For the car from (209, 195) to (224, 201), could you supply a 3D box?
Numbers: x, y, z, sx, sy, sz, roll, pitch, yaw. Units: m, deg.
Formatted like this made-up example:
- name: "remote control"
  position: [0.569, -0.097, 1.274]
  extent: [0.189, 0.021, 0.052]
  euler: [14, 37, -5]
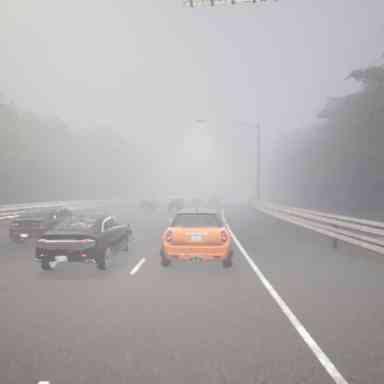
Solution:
- name: "car"
  position: [4.210, 1.344, 60.131]
  extent: [2.097, 1.767, 4.553]
  euler: [0, 0, 8]

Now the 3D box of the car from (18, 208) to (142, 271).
- name: "car"
  position: [-3.264, 1.485, 10.939]
  extent: [2.128, 1.511, 4.902]
  euler: [0, 0, 2]

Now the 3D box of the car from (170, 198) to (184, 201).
- name: "car"
  position: [-1.684, 1.494, 38.607]
  extent: [1.837, 1.490, 4.892]
  euler: [0, 0, 5]

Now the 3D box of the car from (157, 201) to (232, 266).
- name: "car"
  position: [0.184, 1.352, 11.669]
  extent: [2.097, 1.767, 4.553]
  euler: [0, 0, 2]

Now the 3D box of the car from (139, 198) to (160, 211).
- name: "car"
  position: [-5.058, 1.488, 40.315]
  extent: [1.837, 1.490, 4.892]
  euler: [0, 0, 6]

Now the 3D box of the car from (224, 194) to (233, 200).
- name: "car"
  position: [8.833, 1.539, 87.327]
  extent: [1.895, 1.301, 4.718]
  euler: [0, 0, 12]

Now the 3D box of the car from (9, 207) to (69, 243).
- name: "car"
  position: [-6.629, 1.487, 15.811]
  extent: [1.837, 1.490, 4.892]
  euler: [0, 0, 2]

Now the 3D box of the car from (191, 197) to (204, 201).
- name: "car"
  position: [1.047, 1.551, 62.277]
  extent: [1.994, 1.385, 4.181]
  euler: [0, 0, 8]
